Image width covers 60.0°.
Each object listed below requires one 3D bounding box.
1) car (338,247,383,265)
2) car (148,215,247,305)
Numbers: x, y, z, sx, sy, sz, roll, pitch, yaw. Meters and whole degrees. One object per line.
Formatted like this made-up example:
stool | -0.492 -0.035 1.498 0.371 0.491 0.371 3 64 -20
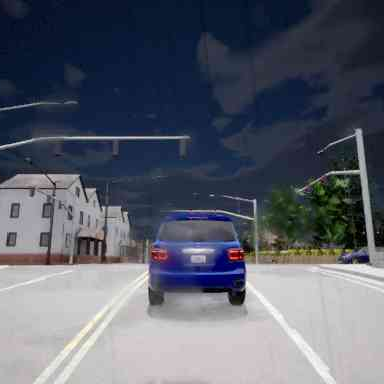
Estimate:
car | 15.414 5.657 29.600 4.553 1.767 2.097 0 -12 1
car | 0.074 1.760 9.291 2.150 2.045 5.566 0 -7 -1
